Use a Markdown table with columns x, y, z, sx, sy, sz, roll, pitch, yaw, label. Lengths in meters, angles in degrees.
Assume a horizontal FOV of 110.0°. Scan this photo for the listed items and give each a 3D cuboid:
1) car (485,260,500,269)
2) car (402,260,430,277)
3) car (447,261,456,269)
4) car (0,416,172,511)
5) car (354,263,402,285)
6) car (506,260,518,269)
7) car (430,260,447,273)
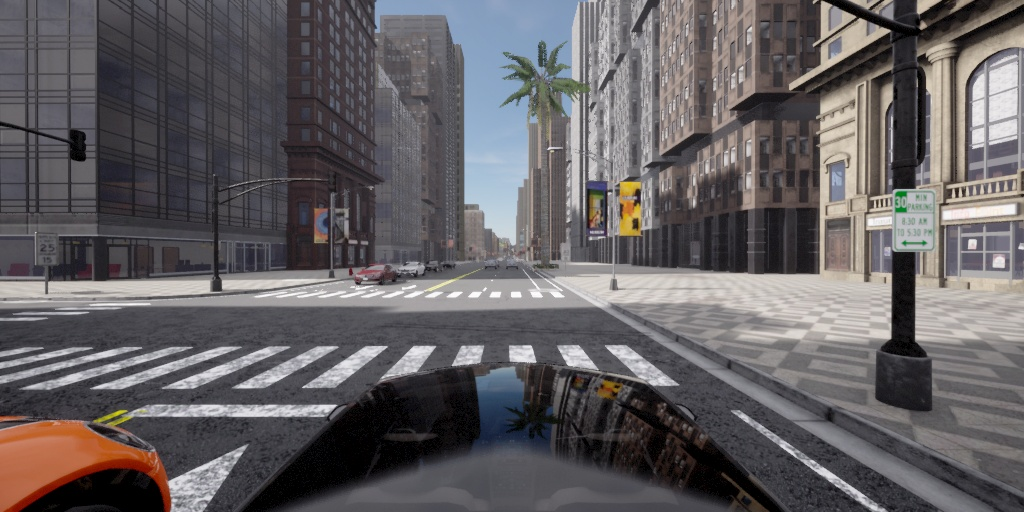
| x | y | z | sx | sy | sz | roll | pitch | yaw | label |
| --- | --- | --- | --- | --- | --- | --- | --- | --- | --- |
| -3.238 | 1.334 | 55.769 | 2.033 | 1.411 | 5.357 | 0 | 0 | 0 | car |
| -9.840 | 1.286 | 35.300 | 1.812 | 1.442 | 4.674 | 0 | 0 | 0 | car |
| -9.792 | 1.386 | 54.857 | 1.895 | 1.301 | 4.718 | 0 | 0 | 0 | car |
| -3.150 | 1.102 | 0.290 | 2.097 | 1.767 | 4.553 | 0 | 0 | 0 | car |
| -9.846 | 1.281 | 26.308 | 1.812 | 1.442 | 4.674 | 0 | 0 | -1 | car |
| 0.012 | 1.334 | 55.768 | 2.033 | 1.411 | 5.357 | 0 | 0 | 0 | car |
| -9.838 | 1.273 | 44.556 | 1.837 | 1.490 | 4.892 | 0 | 0 | 0 | car |
